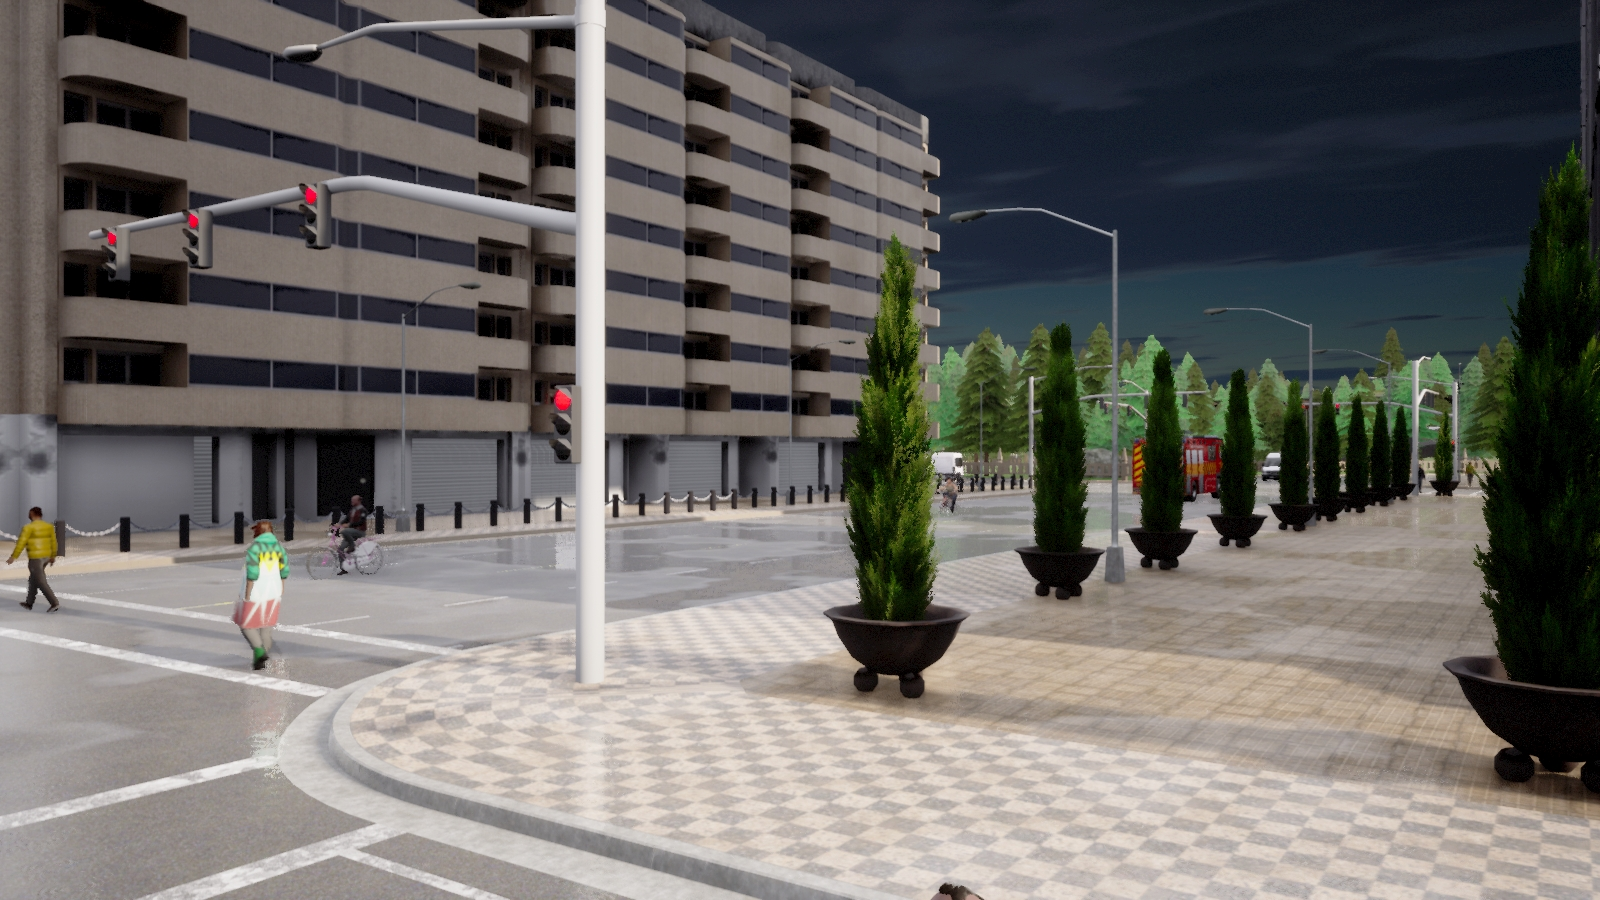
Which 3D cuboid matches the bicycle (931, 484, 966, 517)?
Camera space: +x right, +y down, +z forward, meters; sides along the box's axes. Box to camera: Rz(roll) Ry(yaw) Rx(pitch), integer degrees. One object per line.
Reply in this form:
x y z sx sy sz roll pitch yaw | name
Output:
6.199 2.098 47.714 0.859 1.276 1.487 0 0 34 | bicycle

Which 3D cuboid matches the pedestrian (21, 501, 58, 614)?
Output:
-12.784 1.797 19.208 0.375 1.860 0.375 0 0 19 | pedestrian

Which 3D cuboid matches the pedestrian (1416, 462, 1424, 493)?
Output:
37.309 1.673 68.739 0.375 1.860 0.375 0 0 35 | pedestrian

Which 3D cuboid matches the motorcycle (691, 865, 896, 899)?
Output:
0.516 2.204 3.364 2.209 1.251 0.867 0 0 34 | motorcycle

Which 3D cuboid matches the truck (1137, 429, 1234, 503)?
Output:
21.438 0.831 63.219 2.891 3.827 8.468 0 0 34 | truck

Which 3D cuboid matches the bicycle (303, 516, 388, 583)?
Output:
-9.668 2.100 24.353 0.329 1.271 1.835 0 0 33 | bicycle

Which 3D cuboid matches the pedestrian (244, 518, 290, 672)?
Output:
-6.665 1.792 14.294 0.375 1.860 0.375 0 0 34 | pedestrian
